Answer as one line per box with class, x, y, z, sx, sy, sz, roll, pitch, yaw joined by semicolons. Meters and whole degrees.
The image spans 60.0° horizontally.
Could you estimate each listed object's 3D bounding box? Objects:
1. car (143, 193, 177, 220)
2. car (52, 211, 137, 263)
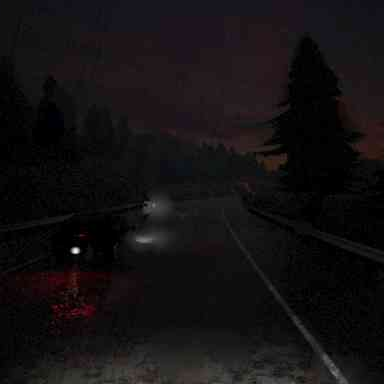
car;-2.527;1.112;27.264;2.150;2.045;5.566;0;1;4
car;-3.212;1.450;11.775;1.837;1.490;4.892;0;-1;1
